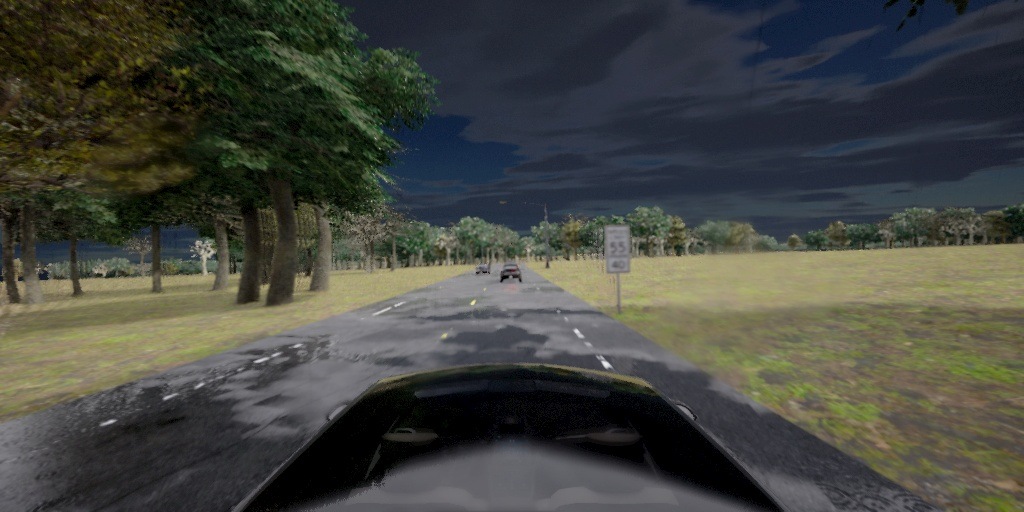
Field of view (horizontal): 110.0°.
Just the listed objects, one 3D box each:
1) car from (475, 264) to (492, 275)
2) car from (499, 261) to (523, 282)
[{"bbox_3d":[-3.628,1.705,46.515,2.033,1.411,5.357,-2,0,0],"label":"car"},{"bbox_3d":[-0.090,1.478,31.915,1.837,1.490,4.892,-2,0,0],"label":"car"}]
